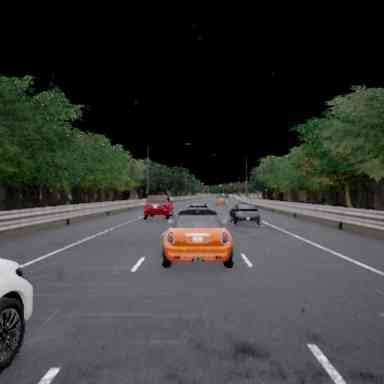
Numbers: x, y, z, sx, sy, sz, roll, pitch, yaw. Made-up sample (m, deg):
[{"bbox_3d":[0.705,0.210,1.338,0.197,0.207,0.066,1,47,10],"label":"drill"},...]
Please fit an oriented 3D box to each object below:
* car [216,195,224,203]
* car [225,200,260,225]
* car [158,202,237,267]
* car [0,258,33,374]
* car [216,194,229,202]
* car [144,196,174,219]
[{"bbox_3d":[7.654,1.788,90.161,2.150,2.045,5.566,0,0,5],"label":"car"},{"bbox_3d":[3.824,1.574,24.642,2.128,1.511,4.902,0,0,1],"label":"car"},{"bbox_3d":[0.189,1.380,11.668,2.097,1.767,4.553,0,0,1],"label":"car"},{"bbox_3d":[-3.387,1.227,2.452,2.150,2.045,5.566,0,0,0],"label":"car"},{"bbox_3d":[5.900,1.755,68.313,2.097,1.767,4.553,0,0,4],"label":"car"},{"bbox_3d":[-2.914,1.328,29.885,2.150,2.045,5.566,0,0,2],"label":"car"}]
